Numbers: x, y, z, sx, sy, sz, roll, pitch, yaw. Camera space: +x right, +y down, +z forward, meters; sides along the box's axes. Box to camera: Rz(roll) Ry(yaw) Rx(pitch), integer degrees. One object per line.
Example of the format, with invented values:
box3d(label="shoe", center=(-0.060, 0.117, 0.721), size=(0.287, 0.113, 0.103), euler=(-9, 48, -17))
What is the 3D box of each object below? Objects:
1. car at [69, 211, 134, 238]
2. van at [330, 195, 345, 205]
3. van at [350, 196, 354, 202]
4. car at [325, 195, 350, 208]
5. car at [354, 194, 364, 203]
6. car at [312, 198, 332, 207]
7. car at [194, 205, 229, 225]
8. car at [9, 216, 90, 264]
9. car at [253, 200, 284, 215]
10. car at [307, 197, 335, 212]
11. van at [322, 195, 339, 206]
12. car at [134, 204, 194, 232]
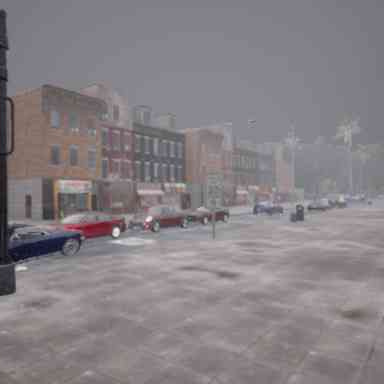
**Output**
box3d(label="car", center=(-5.218, 1.633, 16.027), size=(1.887, 1.381, 4.507), euler=(0, 0, 36))
box3d(label="van", center=(26.558, 1.409, 60.477), size=(1.690, 1.788, 3.998), euler=(0, 0, 36))
box3d(label="van", center=(29.736, 1.413, 64.922), size=(1.690, 1.788, 3.998), euler=(0, 0, 36))
box3d(label="car", center=(20.880, 1.397, 48.000), size=(2.097, 1.767, 4.553), euler=(0, 0, 36))
box3d(label="car", center=(36.093, 1.632, 73.812), size=(2.008, 1.369, 4.403), euler=(0, 0, 36))
box3d(label="car", center=(20.202, 1.642, 51.586), size=(1.802, 1.307, 4.206), euler=(0, 0, 36))
box3d(label="car", center=(1.136, 1.621, 24.918), size=(1.887, 1.381, 4.507), euler=(0, 0, 36))
box3d(label="car", center=(-5.715, 1.681, 10.885), size=(1.895, 1.301, 4.718), euler=(0, 0, 21))
box3d(label="car", center=(7.916, 1.591, 34.595), size=(1.812, 1.442, 4.674), euler=(0, 0, 36))
box3d(label="car", center=(15.407, 1.607, 40.247), size=(1.994, 1.385, 4.181), euler=(0, 0, 35))
box3d(label="van", center=(23.380, 1.405, 56.032), size=(1.690, 1.788, 3.998), euler=(0, 0, 36))
box3d(label="car", center=(-2.043, 1.522, 20.473), size=(1.967, 1.590, 4.097), euler=(0, 0, 36))
